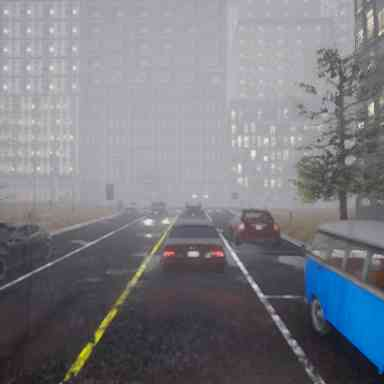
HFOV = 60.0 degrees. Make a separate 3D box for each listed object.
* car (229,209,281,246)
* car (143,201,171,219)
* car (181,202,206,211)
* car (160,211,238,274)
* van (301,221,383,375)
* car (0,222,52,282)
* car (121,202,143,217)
[{"bbox_3d":[2.727,1.486,15.435,1.967,1.590,4.097,1,0,0],"label":"car"},{"bbox_3d":[-3.015,1.594,30.697,1.837,1.490,4.892,0,-1,0],"label":"car"},{"bbox_3d":[0.114,1.572,28.201,2.128,1.511,4.902,0,0,0],"label":"car"},{"bbox_3d":[0.063,1.579,10.682,2.033,1.411,5.357,0,0,1],"label":"car"},{"bbox_3d":[2.708,1.354,4.152,1.690,1.788,3.998,1,0,0],"label":"van"},{"bbox_3d":[-5.665,1.595,9.816,1.947,1.339,4.313,1,0,0],"label":"car"},{"bbox_3d":[-5.753,1.643,32.385,2.008,1.369,4.403,1,0,0],"label":"car"}]
